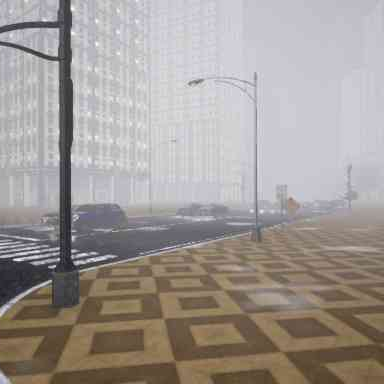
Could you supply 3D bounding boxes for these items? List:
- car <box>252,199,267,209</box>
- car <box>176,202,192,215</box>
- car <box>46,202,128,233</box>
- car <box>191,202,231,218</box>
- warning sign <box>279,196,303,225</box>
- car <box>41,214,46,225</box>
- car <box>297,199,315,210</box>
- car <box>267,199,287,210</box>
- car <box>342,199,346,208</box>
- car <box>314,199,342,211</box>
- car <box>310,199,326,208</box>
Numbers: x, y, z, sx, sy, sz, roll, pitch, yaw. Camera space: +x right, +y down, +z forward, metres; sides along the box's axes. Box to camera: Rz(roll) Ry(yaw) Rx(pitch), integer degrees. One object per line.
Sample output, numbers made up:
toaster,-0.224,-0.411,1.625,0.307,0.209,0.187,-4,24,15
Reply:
car,11.001,1.853,51.921,1.882,1.535,5.008,0,0,32
car,0.114,1.798,35.670,1.994,1.385,4.181,0,-1,34
car,-6.187,1.470,20.652,2.097,1.767,4.553,0,-1,34
car,2.160,1.777,32.899,1.994,1.385,4.181,0,-1,34
warning sign,6.824,1.251,22.958,1.300,1.860,1.060,0,0,34
car,-8.164,1.630,23.557,2.128,1.511,4.902,0,0,34
car,16.286,1.923,47.999,1.895,1.301,4.718,0,0,32
car,13.344,1.845,49.564,1.837,1.490,4.892,0,-1,33
car,24.191,1.839,54.740,1.882,1.535,5.008,0,0,31
car,18.796,1.852,45.886,2.033,1.411,5.357,0,0,31
car,21.466,1.903,56.514,1.812,1.442,4.674,0,0,31
